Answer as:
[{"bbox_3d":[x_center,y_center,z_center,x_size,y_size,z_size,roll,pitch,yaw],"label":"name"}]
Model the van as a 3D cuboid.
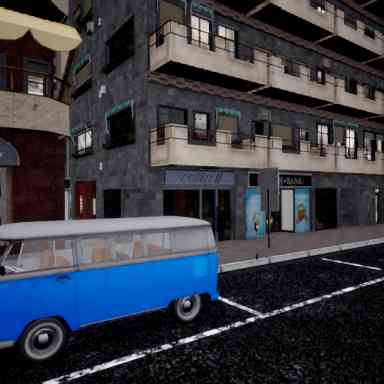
[{"bbox_3d":[-1.423,1.341,5.554,3.998,1.788,1.690,0,0,-35],"label":"van"}]
